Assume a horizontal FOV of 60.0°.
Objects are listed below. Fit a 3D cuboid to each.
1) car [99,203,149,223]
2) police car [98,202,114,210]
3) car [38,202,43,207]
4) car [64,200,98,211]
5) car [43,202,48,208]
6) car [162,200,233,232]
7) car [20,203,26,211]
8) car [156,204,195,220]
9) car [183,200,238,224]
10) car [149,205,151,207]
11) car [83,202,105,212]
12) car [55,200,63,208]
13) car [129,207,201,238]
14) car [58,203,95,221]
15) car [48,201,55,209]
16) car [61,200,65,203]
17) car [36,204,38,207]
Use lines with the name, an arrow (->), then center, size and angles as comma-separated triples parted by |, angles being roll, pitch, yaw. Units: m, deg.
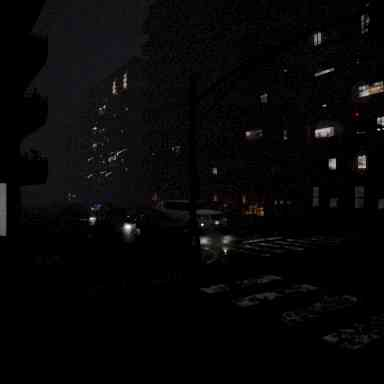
car -> -6.385, 2.058, 30.777 | 2.033, 1.411, 5.357 | 0, -1, -36
police car -> -12.273, 2.256, 49.516 | 1.930, 1.638, 5.238 | 0, -1, -36
car -> -35.038, 3.049, 80.077 | 1.887, 1.381, 4.507 | -1, 0, -36
car -> -13.667, 2.087, 40.854 | 2.097, 1.767, 4.553 | 0, -1, -36
car -> -31.712, 2.972, 75.492 | 1.947, 1.339, 4.313 | -1, 0, -36
car -> -0.127, 1.538, 22.145 | 2.150, 2.045, 5.566 | 0, -1, -36
car -> -31.786, 2.769, 61.374 | 1.887, 1.381, 4.507 | -1, 0, -36
car -> -1.791, 2.045, 34.227 | 1.887, 1.381, 4.507 | -1, 0, -36
car -> 1.527, 1.713, 29.643 | 2.192, 1.841, 5.009 | -1, 0, -36
car -> -5.563, 2.049, 35.094 | 2.128, 1.511, 4.902 | 0, -1, -36
car -> -16.312, 2.432, 55.097 | 1.882, 1.535, 5.008 | 0, -1, -36
car -> -25.069, 2.524, 66.322 | 2.192, 1.841, 5.009 | -1, 0, -36
car -> -1.764, 1.833, 19.970 | 1.752, 1.417, 4.829 | -1, 0, -36
car -> -11.838, 2.163, 33.863 | 1.887, 1.381, 4.507 | -1, 0, -36
car -> -28.394, 2.623, 70.908 | 2.192, 1.841, 5.009 | -1, 0, -36
car -> -19.548, 2.489, 54.382 | 1.837, 1.490, 4.892 | 0, -1, -36
car -> -38.357, 3.168, 84.665 | 1.947, 1.339, 4.313 | -1, 0, -36
